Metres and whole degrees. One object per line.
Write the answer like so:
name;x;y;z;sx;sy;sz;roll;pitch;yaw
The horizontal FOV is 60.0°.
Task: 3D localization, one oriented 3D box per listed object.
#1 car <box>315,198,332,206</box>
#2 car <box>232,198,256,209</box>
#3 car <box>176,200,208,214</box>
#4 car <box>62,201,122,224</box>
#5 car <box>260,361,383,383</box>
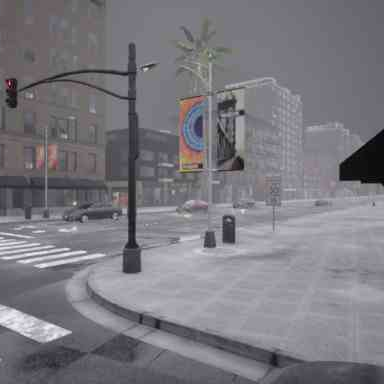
car;22.449;1.690;56.599;1.994;1.385;4.181;0;0;35
car;7.394;1.577;46.770;1.837;1.490;4.892;0;0;36
car;0.182;1.570;36.562;1.812;1.442;4.674;0;0;36
car;-7.572;1.521;25.558;1.837;1.490;4.892;0;1;35
car;2.171;1.551;1.302;4.403;1.369;2.008;0;0;35
